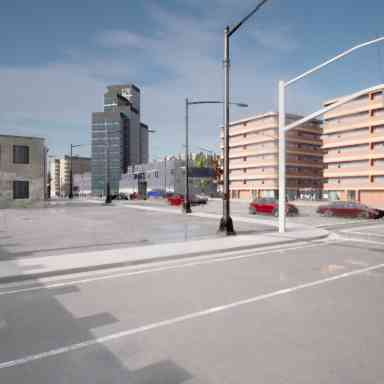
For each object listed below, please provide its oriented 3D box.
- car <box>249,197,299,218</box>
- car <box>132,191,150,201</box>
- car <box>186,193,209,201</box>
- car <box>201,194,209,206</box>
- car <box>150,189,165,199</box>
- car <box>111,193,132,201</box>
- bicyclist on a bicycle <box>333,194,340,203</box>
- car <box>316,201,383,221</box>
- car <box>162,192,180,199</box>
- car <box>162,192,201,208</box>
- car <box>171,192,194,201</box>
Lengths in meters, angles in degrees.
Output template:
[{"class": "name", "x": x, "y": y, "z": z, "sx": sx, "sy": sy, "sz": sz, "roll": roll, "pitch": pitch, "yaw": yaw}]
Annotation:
[{"class": "car", "x": 7.165, "y": 1.231, "z": 29.406, "sx": 2.097, "sy": 1.767, "sz": 4.553, "roll": 0, "pitch": 1, "yaw": -34}, {"class": "car", "x": -9.967, "y": 0.848, "z": 60.842, "sx": 1.812, "sy": 1.442, "sz": 4.674, "roll": 0, "pitch": 1, "yaw": -34}, {"class": "car", "x": 1.042, "y": 0.959, "z": 63.344, "sx": 1.895, "sy": 1.301, "sz": 4.718, "roll": 0, "pitch": 1, "yaw": -34}, {"class": "car", "x": -0.096, "y": 1.142, "z": 46.231, "sx": 2.033, "sy": 1.411, "sz": 5.357, "roll": 0, "pitch": 1, "yaw": -34}, {"class": "car", "x": -7.497, "y": 0.334, "z": 69.631, "sx": 2.150, "sy": 2.045, "sz": 5.566, "roll": 0, "pitch": 1, "yaw": -34}, {"class": "car", "x": -12.835, "y": 0.862, "z": 58.836, "sx": 1.994, "sy": 1.385, "sz": 4.181, "roll": 0, "pitch": 1, "yaw": -34}, {"class": "bicyclist on a bicycle", "x": 20.042, "y": 1.094, "z": 45.989, "sx": 1.656, "sy": 1.620, "sz": 0.582, "roll": 0, "pitch": 1, "yaw": -34}, {"class": "car", "x": 12.926, "y": 1.479, "z": 27.238, "sx": 2.033, "sy": 1.411, "sz": 5.357, "roll": 0, "pitch": 0, "yaw": -35}, {"class": "car", "x": -4.592, "y": 0.661, "z": 71.584, "sx": 1.994, "sy": 1.385, "sz": 4.181, "roll": 0, "pitch": 1, "yaw": -34}, {"class": "car", "x": -1.344, "y": 1.125, "z": 41.858, "sx": 1.882, "sy": 1.535, "sz": 5.008, "roll": 0, "pitch": 1, "yaw": -34}, {"class": "car", "x": -1.842, "y": 0.862, "z": 61.459, "sx": 1.837, "sy": 1.490, "sz": 4.892, "roll": 0, "pitch": 1, "yaw": -34}]
